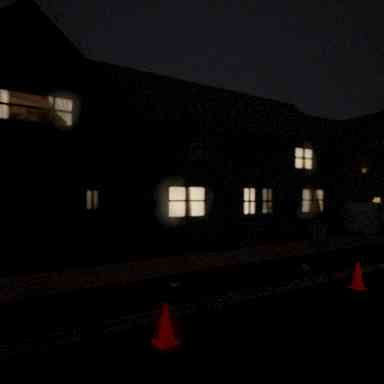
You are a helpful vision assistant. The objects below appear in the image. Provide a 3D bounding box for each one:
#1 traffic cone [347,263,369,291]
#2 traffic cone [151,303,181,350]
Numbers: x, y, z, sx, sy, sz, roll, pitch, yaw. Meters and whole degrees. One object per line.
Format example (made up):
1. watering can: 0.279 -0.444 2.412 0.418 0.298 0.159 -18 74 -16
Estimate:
1. traffic cone: 3.857 1.948 7.740 0.340 0.580 0.340 0 0 -32
2. traffic cone: -0.388 1.948 4.950 0.340 0.580 0.340 0 0 -34
